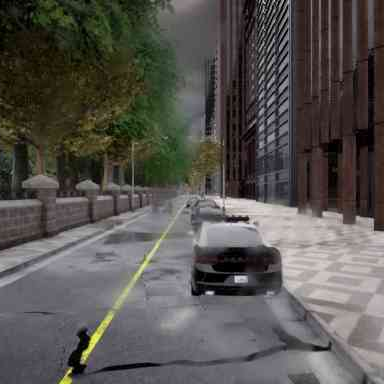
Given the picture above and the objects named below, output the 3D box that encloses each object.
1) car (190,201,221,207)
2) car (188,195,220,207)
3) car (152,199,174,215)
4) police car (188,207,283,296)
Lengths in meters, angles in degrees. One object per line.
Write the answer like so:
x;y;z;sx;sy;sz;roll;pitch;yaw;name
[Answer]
0.964;1.494;18.684;1.837;1.490;4.892;0;0;0;car
0.986;1.333;24.654;2.097;1.767;4.553;0;0;0;car
-2.881;1.464;33.503;2.128;1.511;4.902;0;0;0;car
0.929;1.422;8.794;1.930;1.638;5.238;0;0;0;police car
